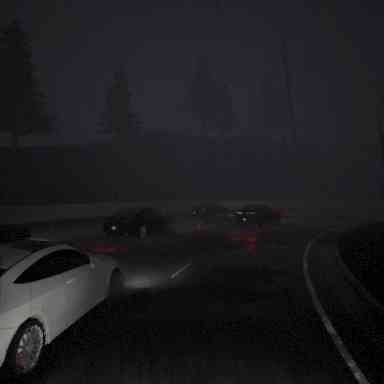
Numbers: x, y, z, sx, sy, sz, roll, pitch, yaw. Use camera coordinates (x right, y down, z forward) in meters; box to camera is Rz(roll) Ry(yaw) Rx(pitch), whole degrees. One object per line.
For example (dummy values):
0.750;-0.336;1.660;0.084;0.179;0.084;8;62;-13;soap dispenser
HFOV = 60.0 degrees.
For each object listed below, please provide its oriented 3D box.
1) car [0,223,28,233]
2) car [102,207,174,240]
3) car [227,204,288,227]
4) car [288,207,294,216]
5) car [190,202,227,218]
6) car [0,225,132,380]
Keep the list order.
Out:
-8.588;1.544;12.328;2.033;1.411;5.357;0;0;16;car
-2.658;1.536;17.663;1.882;1.535;5.008;0;0;23;car
4.825;1.627;23.897;2.128;1.511;4.902;0;0;34;car
8.205;1.799;33.196;4.718;1.301;1.895;1;0;-44;car
1.668;1.674;31.591;1.812;1.442;4.674;0;0;39;car
-2.674;1.532;5.457;1.812;1.442;4.674;0;0;8;car
